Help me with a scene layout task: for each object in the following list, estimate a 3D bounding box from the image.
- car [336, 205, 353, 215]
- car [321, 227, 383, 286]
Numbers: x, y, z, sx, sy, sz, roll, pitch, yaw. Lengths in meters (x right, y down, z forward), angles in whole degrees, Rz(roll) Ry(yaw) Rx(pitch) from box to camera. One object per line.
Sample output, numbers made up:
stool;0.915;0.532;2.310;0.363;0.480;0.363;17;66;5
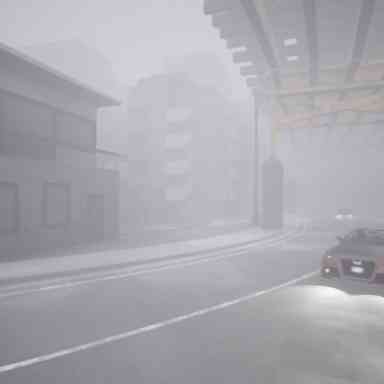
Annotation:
car;22.163;2.596;48.473;1.895;1.301;4.718;0;-1;19
car;5.303;1.755;9.685;1.994;1.385;4.181;0;-1;39
